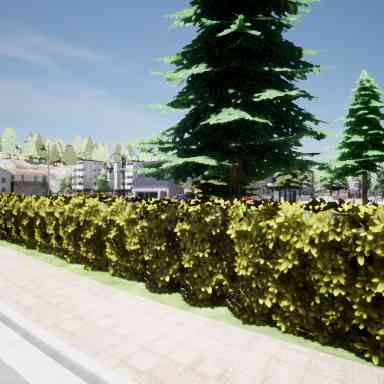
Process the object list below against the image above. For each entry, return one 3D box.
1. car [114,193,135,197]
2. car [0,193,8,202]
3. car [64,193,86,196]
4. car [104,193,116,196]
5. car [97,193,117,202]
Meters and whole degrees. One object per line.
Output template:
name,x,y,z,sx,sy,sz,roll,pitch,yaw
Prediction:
car,-10.069,1.384,53.354,1.970,1.475,3.806,0,0,44
car,-41.776,1.097,70.259,1.932,1.855,4.605,0,0,44
car,-27.331,1.153,80.428,2.152,1.636,5.027,0,0,44
car,-15.867,1.097,69.694,1.932,1.855,4.605,0,0,44
car,-18.225,1.077,71.441,1.905,1.878,3.866,0,0,44
